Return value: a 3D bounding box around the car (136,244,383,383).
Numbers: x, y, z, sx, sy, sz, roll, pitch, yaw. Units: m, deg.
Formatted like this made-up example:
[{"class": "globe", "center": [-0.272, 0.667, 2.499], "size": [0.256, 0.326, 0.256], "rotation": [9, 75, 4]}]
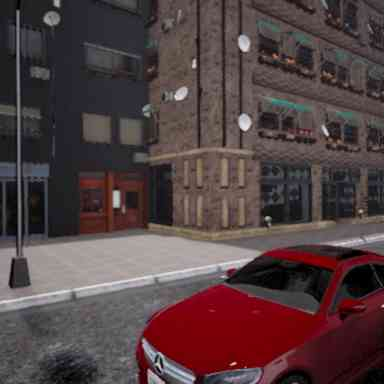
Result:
[{"class": "car", "center": [1.552, 1.505, 4.449], "size": [4.674, 1.442, 1.812], "rotation": [0, 0, -36]}]
